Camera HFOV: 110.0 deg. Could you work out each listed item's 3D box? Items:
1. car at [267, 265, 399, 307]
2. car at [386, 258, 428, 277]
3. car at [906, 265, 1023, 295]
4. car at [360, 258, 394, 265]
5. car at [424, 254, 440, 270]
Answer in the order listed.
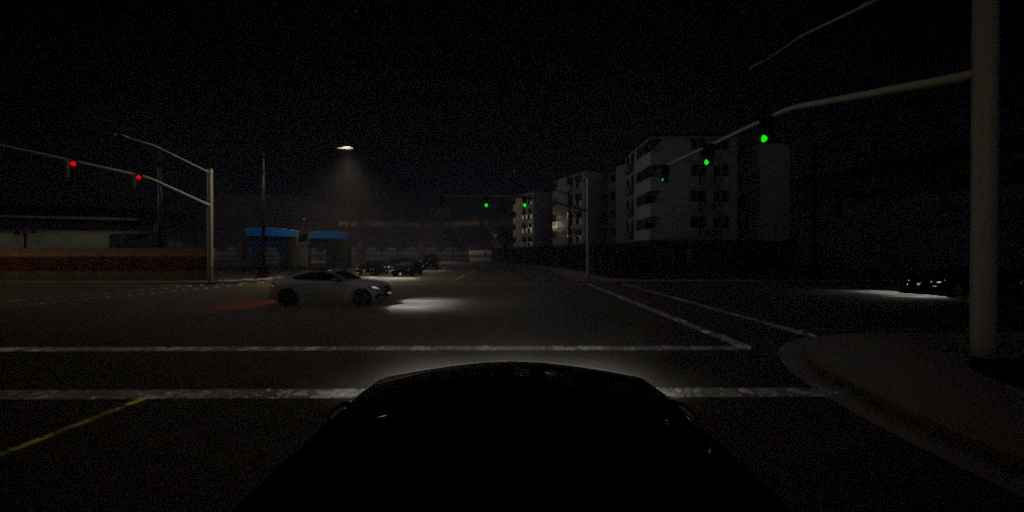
[{"bbox_3d":[-7.382,1.245,14.703,4.674,1.442,1.812,0,0,-1],"label":"car"},{"bbox_3d":[-9.974,1.179,34.597,2.033,1.411,5.357,0,0,0],"label":"car"},{"bbox_3d":[23.829,1.231,18.923,4.892,1.490,1.837,0,0,-1],"label":"car"},{"bbox_3d":[-13.507,1.134,35.046,1.837,1.490,4.892,0,0,0],"label":"car"},{"bbox_3d":[-10.974,0.759,48.583,2.150,2.045,5.566,0,2,-12],"label":"car"}]
